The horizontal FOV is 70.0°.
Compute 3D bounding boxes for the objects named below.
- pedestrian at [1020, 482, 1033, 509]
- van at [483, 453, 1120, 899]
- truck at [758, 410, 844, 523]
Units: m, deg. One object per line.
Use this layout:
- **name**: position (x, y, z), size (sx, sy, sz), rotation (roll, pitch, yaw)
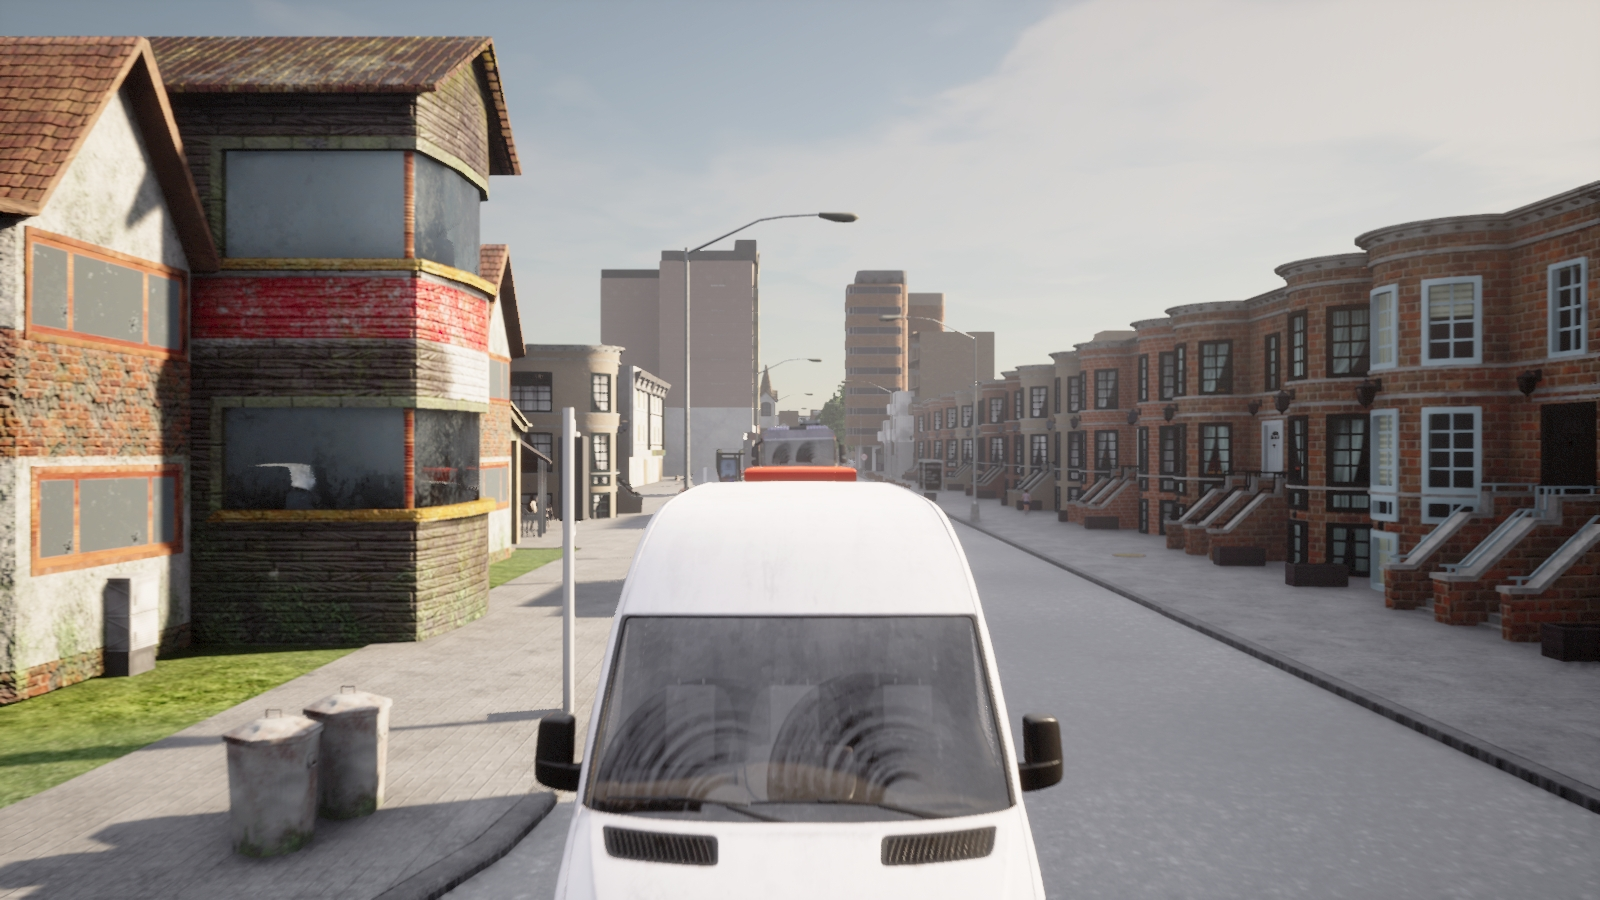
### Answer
- **pedestrian**: position (9.378, 1.871, 47.263), size (0.500, 1.100, 0.500), rotation (0, 0, 9)
- **van**: position (0.001, 1.309, 6.520), size (1.988, 2.561, 5.915), rotation (0, 0, 0)
- **truck**: position (0.012, 0.617, 43.656), size (2.891, 3.827, 8.468), rotation (-1, -1, 0)
